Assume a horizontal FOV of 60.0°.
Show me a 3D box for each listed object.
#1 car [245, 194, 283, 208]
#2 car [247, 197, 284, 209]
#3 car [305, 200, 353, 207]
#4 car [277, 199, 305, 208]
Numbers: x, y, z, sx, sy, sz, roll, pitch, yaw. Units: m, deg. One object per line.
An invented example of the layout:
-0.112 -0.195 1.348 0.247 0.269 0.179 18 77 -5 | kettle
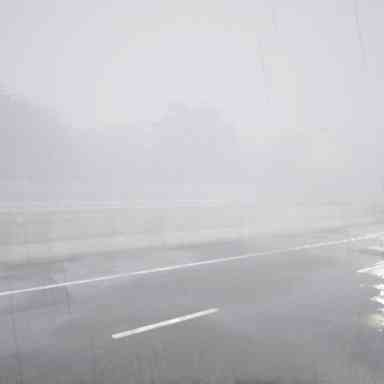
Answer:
8.964 1.243 40.473 5.566 2.045 2.150 0 0 -35 | car
8.898 1.566 36.149 5.357 1.411 2.033 0 0 -35 | car
12.964 1.511 30.454 4.902 1.511 2.128 0 0 -35 | car
11.125 1.620 33.438 4.718 1.301 1.895 0 0 -35 | car
